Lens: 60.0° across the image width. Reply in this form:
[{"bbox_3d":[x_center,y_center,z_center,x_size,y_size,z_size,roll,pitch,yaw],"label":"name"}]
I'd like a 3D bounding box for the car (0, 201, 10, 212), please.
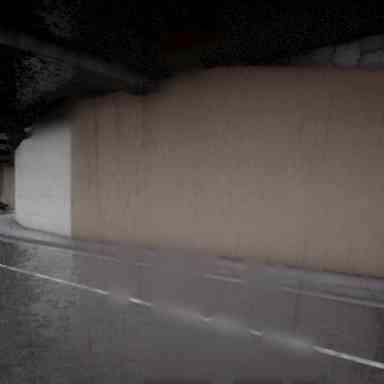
[{"bbox_3d":[-22.117,1.535,36.805,1.812,1.442,4.674,0,0,2],"label":"car"}]
